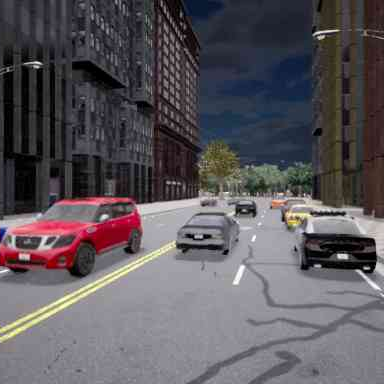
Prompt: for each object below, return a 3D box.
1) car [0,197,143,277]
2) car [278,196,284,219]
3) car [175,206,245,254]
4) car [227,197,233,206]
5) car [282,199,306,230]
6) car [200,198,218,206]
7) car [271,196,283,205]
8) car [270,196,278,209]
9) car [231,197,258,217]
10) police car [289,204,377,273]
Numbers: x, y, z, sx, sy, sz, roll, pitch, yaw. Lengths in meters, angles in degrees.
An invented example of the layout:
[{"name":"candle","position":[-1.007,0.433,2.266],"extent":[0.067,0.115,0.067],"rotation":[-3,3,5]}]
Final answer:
[{"name":"car","position":[-3.420,1.220,10.743],"extent":[2.150,2.045,5.566],"rotation":[0,0,14]},{"name":"car","position":[8.142,1.349,26.327],"extent":[2.097,1.767,4.553],"rotation":[0,0,14]},{"name":"car","position":[0.818,1.546,13.582],"extent":[2.033,1.411,5.357],"rotation":[0,0,14]},{"name":"car","position":[6.778,1.556,52.886],"extent":[1.994,1.385,4.181],"rotation":[0,0,14]},{"name":"car","position":[6.783,1.453,20.709],"extent":[1.801,1.575,5.366],"rotation":[0,0,14]},{"name":"car","position":[2.576,1.540,49.361],"extent":[2.033,1.411,5.357],"rotation":[0,0,14]},{"name":"car","position":[15.276,1.538,59.976],"extent":[2.033,1.411,5.357],"rotation":[0,0,14]},{"name":"car","position":[11.664,1.345,45.008],"extent":[2.097,1.767,4.553],"rotation":[0,0,14]},{"name":"car","position":[5.253,1.474,31.931],"extent":[1.882,1.535,5.008],"rotation":[0,0,14]},{"name":"police car","position":[4.414,1.424,10.911],"extent":[1.930,1.638,5.238],"rotation":[0,0,14]}]
